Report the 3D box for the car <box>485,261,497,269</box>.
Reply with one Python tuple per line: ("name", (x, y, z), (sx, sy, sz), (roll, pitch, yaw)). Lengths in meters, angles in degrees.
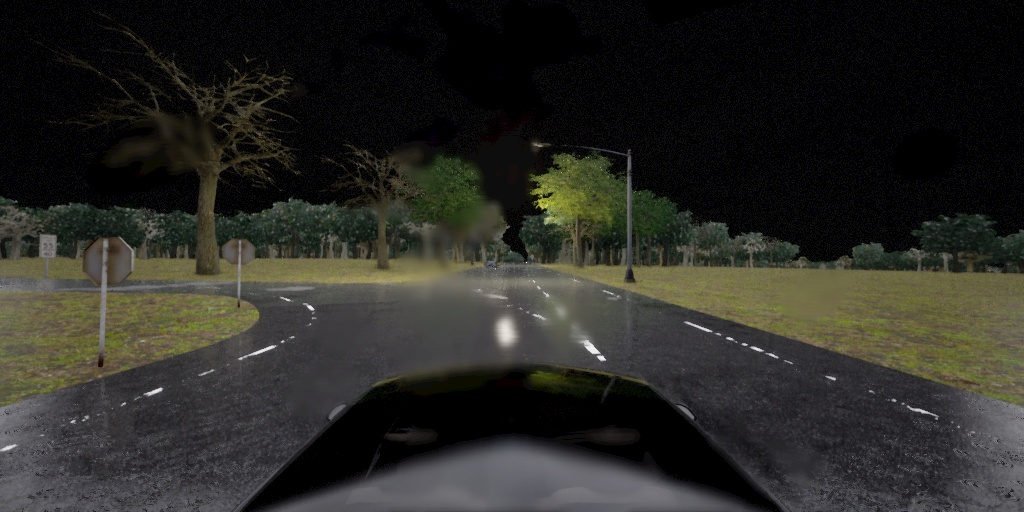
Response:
("car", (-3.562, 1.473, 62.628), (1.994, 1.385, 4.181), (0, 0, 0))
